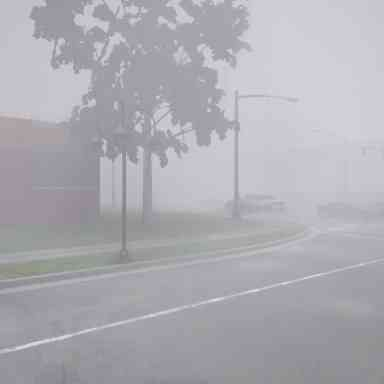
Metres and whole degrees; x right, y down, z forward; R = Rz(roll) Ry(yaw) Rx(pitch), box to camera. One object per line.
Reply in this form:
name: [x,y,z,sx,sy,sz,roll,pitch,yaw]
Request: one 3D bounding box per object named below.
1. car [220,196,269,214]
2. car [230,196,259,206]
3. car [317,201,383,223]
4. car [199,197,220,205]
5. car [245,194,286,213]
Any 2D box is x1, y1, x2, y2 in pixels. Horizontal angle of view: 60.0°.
car: [5.519,1.505,35.803,1.837,1.490,4.892,0,0,-34]
car: [8.792,1.477,56.346,1.882,1.535,5.008,0,0,-34]
car: [12.193,1.478,25.872,1.882,1.535,5.008,0,0,-34]
car: [3.214,1.601,58.365,1.895,1.301,4.718,0,0,-34]
car: [8.164,1.223,38.151,2.150,2.045,5.566,0,0,-34]
